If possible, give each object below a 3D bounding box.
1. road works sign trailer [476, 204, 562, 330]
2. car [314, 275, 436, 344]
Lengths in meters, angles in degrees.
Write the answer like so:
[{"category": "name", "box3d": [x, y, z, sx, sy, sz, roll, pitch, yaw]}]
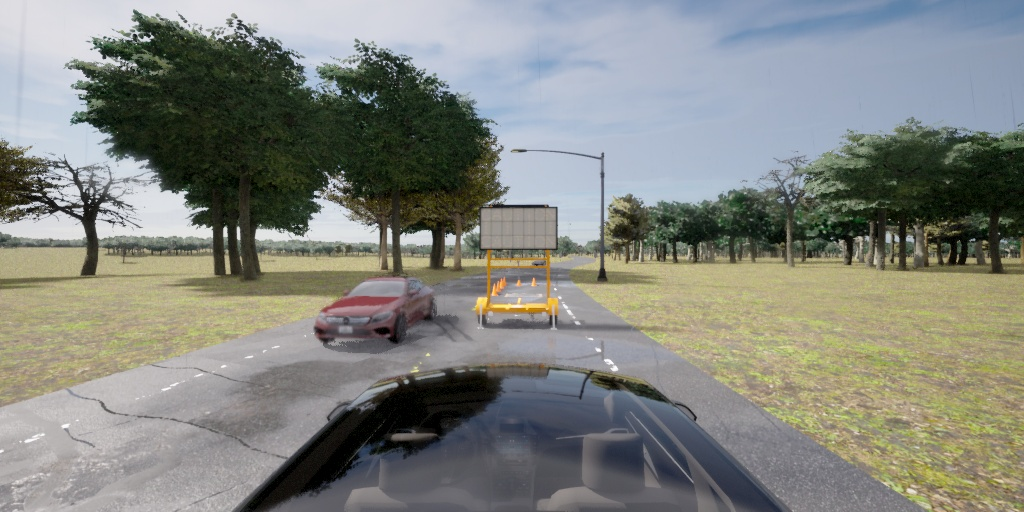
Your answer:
[{"category": "road works sign trailer", "box3d": [0.205, 0.215, 11.159, 2.380, 3.560, 2.880, 0, 0, 3]}, {"category": "car", "box3d": [-3.375, 1.274, 9.794, 1.812, 1.442, 4.674, 0, 0, 2]}]
